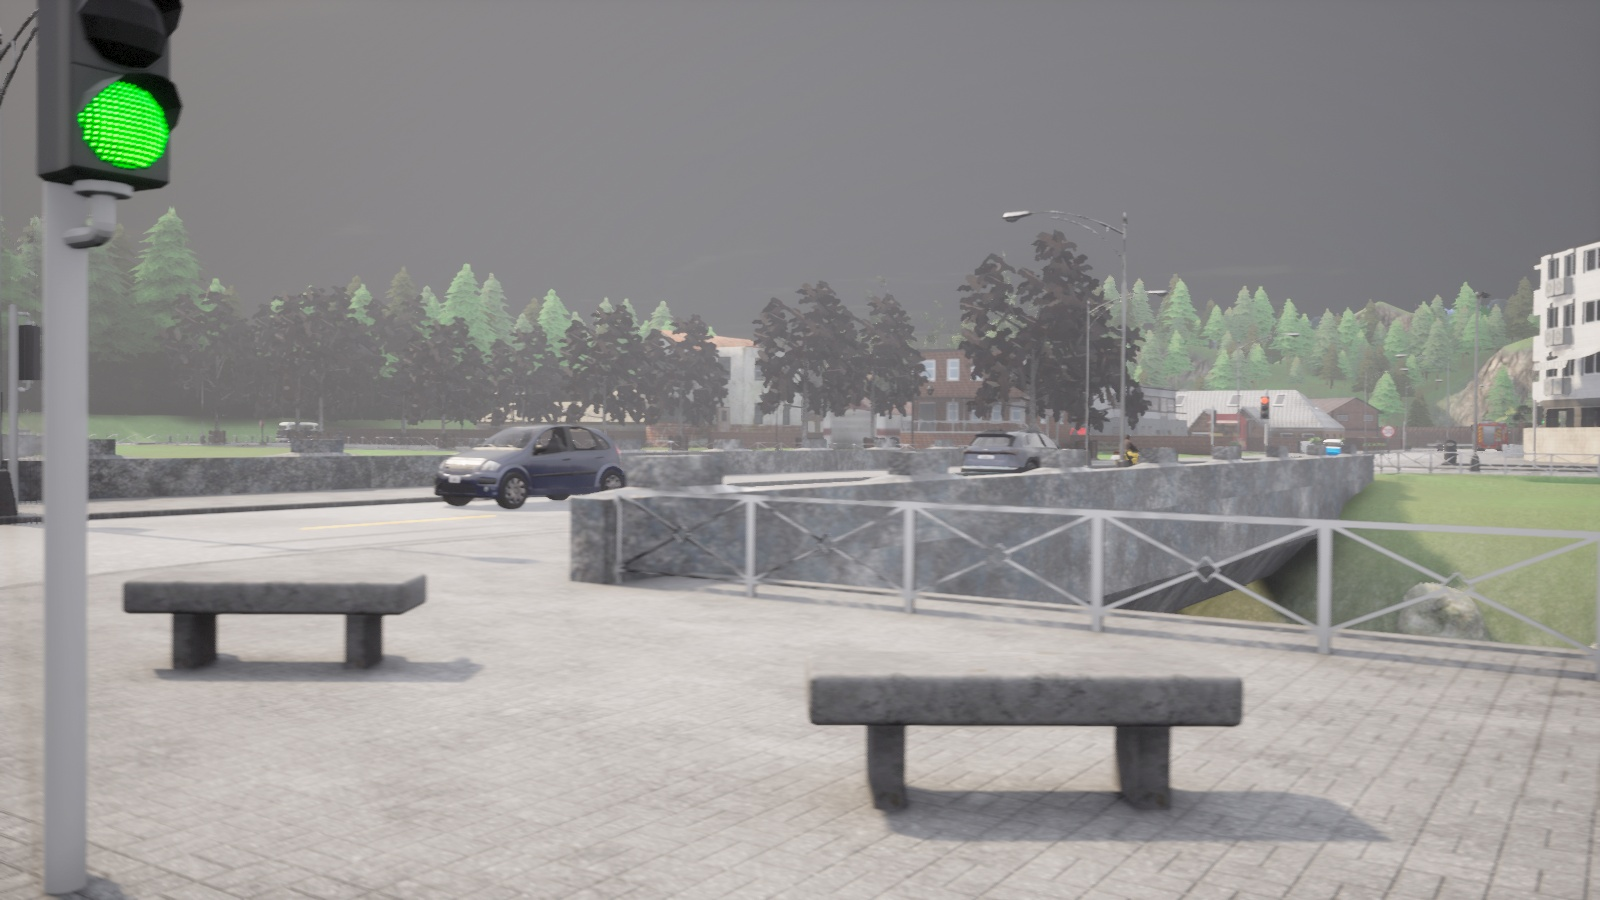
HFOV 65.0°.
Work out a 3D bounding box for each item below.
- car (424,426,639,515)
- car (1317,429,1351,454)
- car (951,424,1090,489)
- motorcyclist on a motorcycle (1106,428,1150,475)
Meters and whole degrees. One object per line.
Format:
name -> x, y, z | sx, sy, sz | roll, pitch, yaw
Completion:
car -> -5.223, 0.337, 24.895 | 1.851, 1.617, 3.988 | 0, 1, 34
car -> 29.971, -0.462, 70.432 | 1.481, 1.376, 2.207 | 1, 0, 30
car -> 6.215, 0.129, 34.891 | 2.033, 1.649, 4.856 | 0, 1, 34
motorcyclist on a motorcycle -> 11.024, 0.039, 42.136 | 0.797, 1.523, 2.044 | 0, 1, 34
